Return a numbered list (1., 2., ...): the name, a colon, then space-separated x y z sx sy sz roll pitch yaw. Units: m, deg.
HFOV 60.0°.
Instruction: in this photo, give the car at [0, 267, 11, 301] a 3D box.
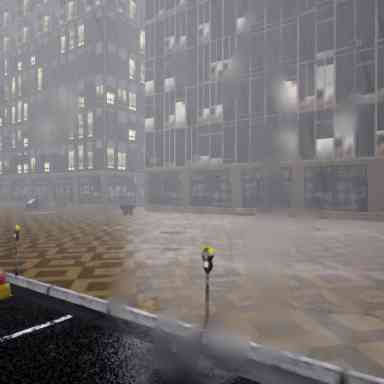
1. car: -5.585 1.526 6.825 4.829 1.417 1.752 0 0 35
